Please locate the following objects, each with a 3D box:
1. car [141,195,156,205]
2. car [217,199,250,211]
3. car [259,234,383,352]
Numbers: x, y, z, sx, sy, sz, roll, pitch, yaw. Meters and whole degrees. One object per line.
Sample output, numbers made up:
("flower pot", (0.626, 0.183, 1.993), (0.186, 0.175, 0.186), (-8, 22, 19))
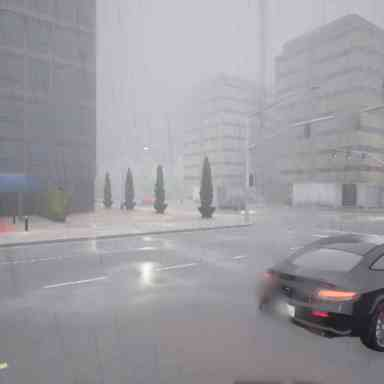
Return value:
("car", (-6.850, 1.352, 56.766), (2.097, 1.767, 4.553), (0, 0, -35))
("car", (4.958, 1.564, 39.895), (1.994, 1.385, 4.181), (0, 0, -35))
("car", (3.247, 1.526, 6.136), (4.674, 1.442, 1.812), (0, 0, -35))
